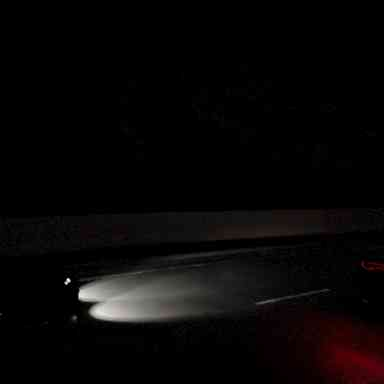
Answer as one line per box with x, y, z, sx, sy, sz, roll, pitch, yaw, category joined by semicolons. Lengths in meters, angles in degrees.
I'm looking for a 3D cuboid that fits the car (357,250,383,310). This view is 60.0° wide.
5.407;1.459;6.287;5.008;1.535;1.882;0;0;-26;car

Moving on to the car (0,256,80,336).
-3.973;1.522;5.179;4.181;1.385;1.994;0;0;-35;car
